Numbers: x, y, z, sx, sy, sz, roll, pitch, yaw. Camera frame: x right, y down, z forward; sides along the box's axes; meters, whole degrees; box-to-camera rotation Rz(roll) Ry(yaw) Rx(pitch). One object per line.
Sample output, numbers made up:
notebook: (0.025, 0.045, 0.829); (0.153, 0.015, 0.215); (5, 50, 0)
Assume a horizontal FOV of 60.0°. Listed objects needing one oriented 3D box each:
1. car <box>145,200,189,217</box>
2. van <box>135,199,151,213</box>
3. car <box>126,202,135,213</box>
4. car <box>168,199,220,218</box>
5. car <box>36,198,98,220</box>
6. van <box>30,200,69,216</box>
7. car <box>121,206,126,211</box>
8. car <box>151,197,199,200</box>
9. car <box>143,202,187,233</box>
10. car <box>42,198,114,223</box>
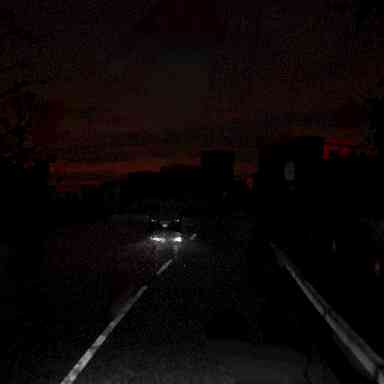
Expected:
car: (-2.632, 1.817, 33.423); (1.882, 1.535, 5.008); (0, -1, -30)
van: (-4.829, 1.870, 44.135); (4.442, 1.987, 1.878); (0, -2, -32)
car: (-6.364, 2.063, 46.752); (4.553, 1.767, 2.185); (0, -2, -32)
car: (0.109, 1.861, 36.476); (5.008, 1.535, 2.097); (0, -1, -32)
car: (-12.693, 1.663, 33.840); (5.566, 2.045, 2.435); (0, -1, -32)
van: (-18.534, 2.036, 43.359); (4.442, 1.987, 1.878); (0, -2, -32)
car: (-7.724, 2.288, 49.336); (5.366, 1.575, 1.946); (0, -2, -32)
car: (-1.470, 1.674, 38.936); (5.566, 2.045, 2.435); (0, -2, -32)
car: (-1.596, 1.623, 20.774); (2.128, 1.511, 4.902); (0, -1, -3)
car: (-9.779, 1.539, 29.221); (5.566, 2.045, 2.435); (0, -1, -32)
